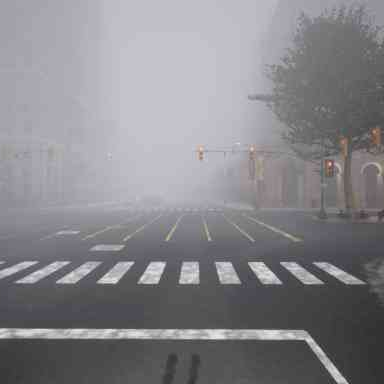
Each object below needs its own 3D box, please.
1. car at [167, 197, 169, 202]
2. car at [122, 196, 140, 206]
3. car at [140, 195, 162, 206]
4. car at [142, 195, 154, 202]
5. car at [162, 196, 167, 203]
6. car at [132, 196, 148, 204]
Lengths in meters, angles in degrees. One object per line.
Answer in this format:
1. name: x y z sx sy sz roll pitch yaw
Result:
1. car: -6.323 1.524 73.568 1.812 1.442 4.674 0 0 1
2. car: -10.121 1.601 54.845 1.895 1.301 4.718 0 0 1
3. car: -6.638 1.352 54.154 2.097 1.767 4.553 0 0 1
4. car: -9.806 1.524 74.555 1.812 1.442 4.674 0 0 1
5. car: -6.538 1.491 63.295 2.128 1.511 4.902 0 0 2
6. car: -10.008 1.547 64.597 2.033 1.411 5.357 0 0 2
